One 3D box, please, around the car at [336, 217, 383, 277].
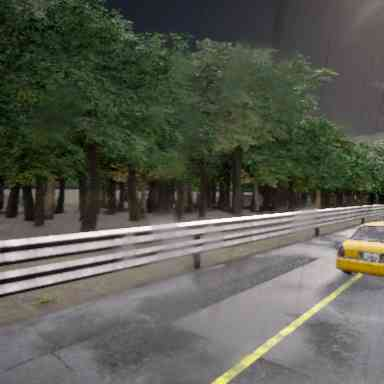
[{"bbox_3d":[5.810,1.510,9.747,1.801,1.575,5.366,1,0,39],"label":"car"}]
